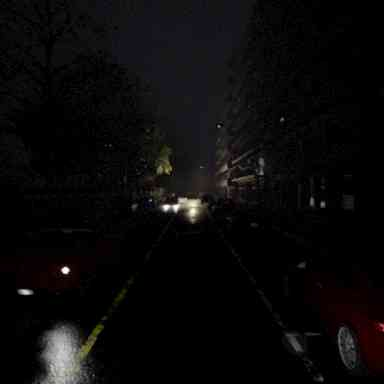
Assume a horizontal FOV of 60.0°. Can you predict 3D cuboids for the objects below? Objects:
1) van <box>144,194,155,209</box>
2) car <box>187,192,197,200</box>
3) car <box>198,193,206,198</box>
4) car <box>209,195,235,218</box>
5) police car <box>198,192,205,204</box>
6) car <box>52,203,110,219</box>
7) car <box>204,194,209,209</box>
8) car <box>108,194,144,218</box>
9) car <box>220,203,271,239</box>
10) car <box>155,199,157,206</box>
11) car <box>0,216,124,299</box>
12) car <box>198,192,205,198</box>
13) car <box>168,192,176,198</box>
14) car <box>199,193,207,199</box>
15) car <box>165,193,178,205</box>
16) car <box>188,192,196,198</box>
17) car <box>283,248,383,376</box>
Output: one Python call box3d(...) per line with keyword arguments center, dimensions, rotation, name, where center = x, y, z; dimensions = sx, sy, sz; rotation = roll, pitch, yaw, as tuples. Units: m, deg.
box3d(center=(-5.688, 1.062, 38.993), dimensions=(1.690, 1.788, 3.998), rotation=(0, 0, 0), name="van")
box3d(center=(0.005, 0.877, 71.211), dimensions=(1.882, 1.535, 5.008), rotation=(0, 0, 0), name="car")
box3d(center=(2.695, 0.962, 89.668), dimensions=(1.887, 1.381, 4.507), rotation=(0, 0, 0), name="car")
box3d(center=(2.692, 1.237, 27.734), dimensions=(1.967, 1.590, 4.097), rotation=(0, 0, 0), name="car")
box3d(center=(2.370, 1.058, 52.756), dimensions=(1.930, 1.638, 5.238), rotation=(0, 0, 0), name="police car")
box3d(center=(-5.689, 1.442, 16.476), dimensions=(1.947, 1.339, 4.313), rotation=(0, 0, 0), name="car")
box3d(center=(2.693, 1.246, 39.165), dimensions=(1.752, 1.417, 4.829), rotation=(0, 0, 0), name="car")
box3d(center=(-5.688, 1.112, 27.733), dimensions=(2.192, 1.841, 5.009), rotation=(0, 0, 0), name="car")
box3d(center=(2.691, 1.443, 16.476), dimensions=(1.947, 1.339, 4.313), rotation=(0, 0, 0), name="car")
box3d(center=(-5.688, 1.267, 44.626), dimensions=(1.802, 1.307, 4.206), rotation=(0, 0, 0), name="car")
box3d(center=(-3.098, 1.537, 8.389), dimensions=(1.895, 1.301, 4.718), rotation=(0, 0, 0), name="car")
box3d(center=(2.695, 0.827, 95.296), dimensions=(1.967, 1.590, 4.097), rotation=(0, 0, 0), name="car")
box3d(center=(-5.686, 0.827, 95.296), dimensions=(1.967, 1.590, 4.097), rotation=(0, 0, 0), name="car")
box3d(center=(2.695, 0.993, 84.037), dimensions=(1.887, 1.381, 4.507), rotation=(0, 0, 0), name="car")
box3d(center=(-3.076, 1.248, 50.596), dimensions=(1.895, 1.301, 4.718), rotation=(0, 0, 0), name="car")
box3d(center=(0.006, 0.745, 88.956), dimensions=(1.882, 1.535, 5.008), rotation=(0, 0, 0), name="car")
box3d(center=(2.691, 1.542, 5.215), dimensions=(1.802, 1.307, 4.206), rotation=(0, 0, 0), name="car")
